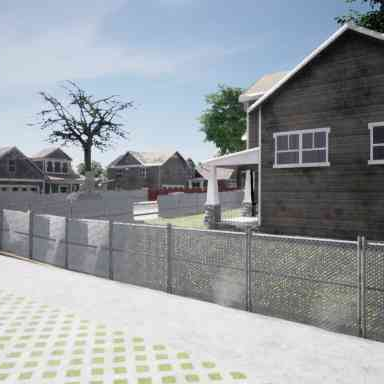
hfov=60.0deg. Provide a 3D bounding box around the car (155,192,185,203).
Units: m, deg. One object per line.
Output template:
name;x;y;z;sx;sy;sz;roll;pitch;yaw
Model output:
car;-2.023;0.691;37.979;1.895;1.301;4.718;0;2;35

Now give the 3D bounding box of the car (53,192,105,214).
car;-9.395;0.793;27.535;2.097;1.767;4.553;0;2;35

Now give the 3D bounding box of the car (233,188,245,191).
car;7.485;0.130;51.295;1.882;1.535;5.008;0;1;35
